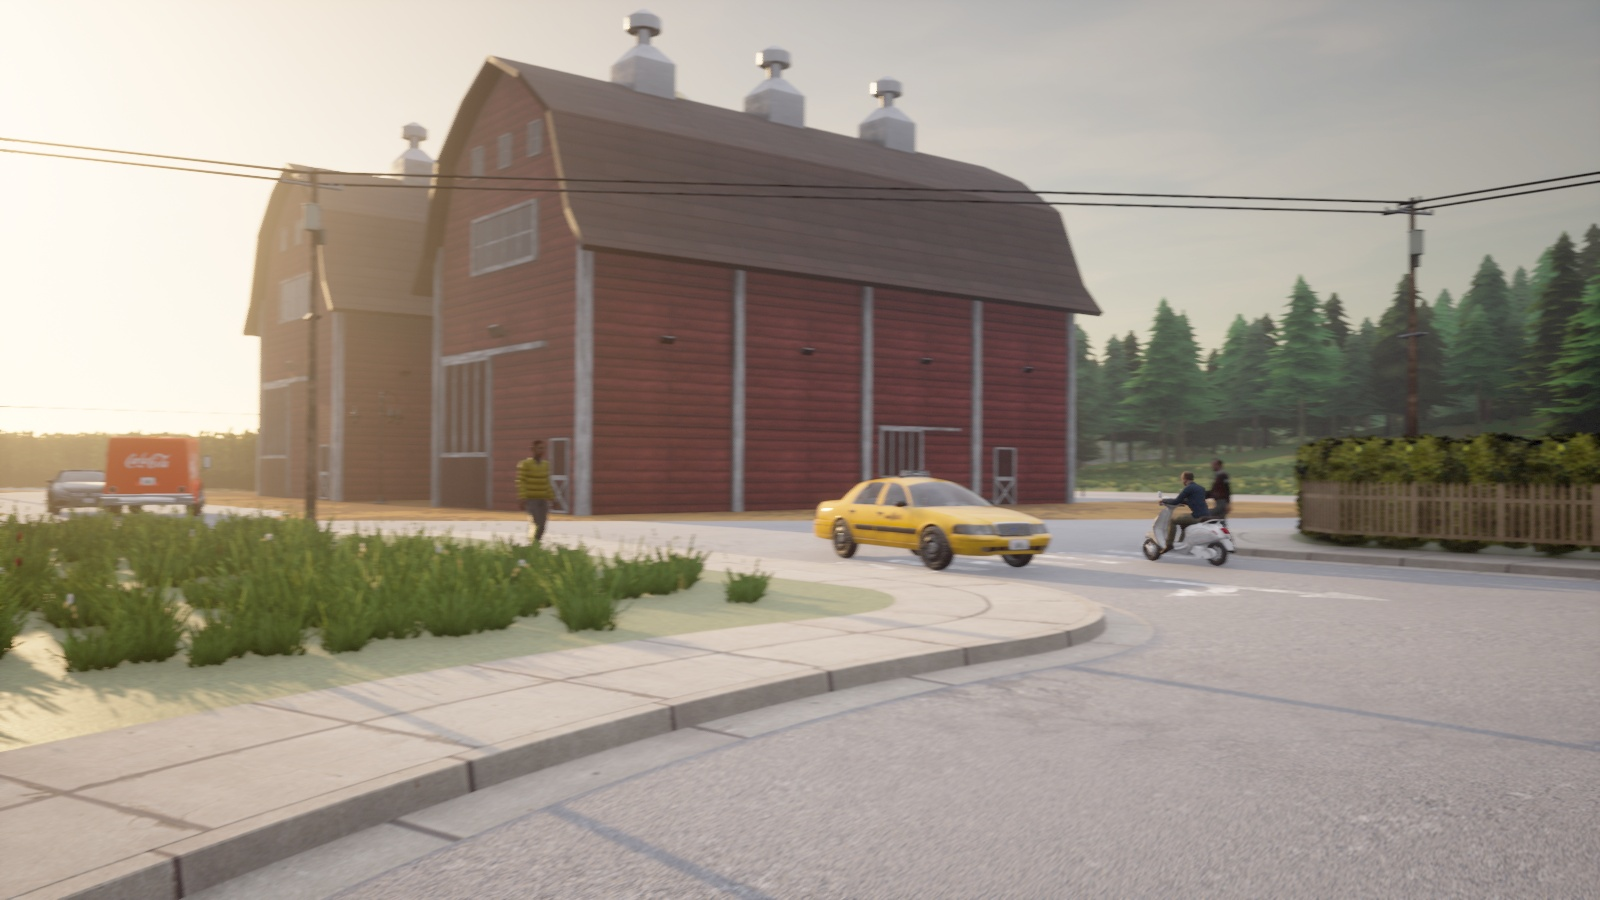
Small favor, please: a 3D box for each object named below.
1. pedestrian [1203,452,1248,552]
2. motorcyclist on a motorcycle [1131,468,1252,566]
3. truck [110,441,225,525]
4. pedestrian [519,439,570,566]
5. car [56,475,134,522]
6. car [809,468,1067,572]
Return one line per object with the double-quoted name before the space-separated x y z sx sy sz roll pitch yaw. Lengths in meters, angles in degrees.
"pedestrian" 8.002 0.975 23.631 0.720 1.854 0.376 0 -1 7
"motorcyclist on a motorcycle" 6.668 1.109 21.447 0.866 1.590 1.817 1 -2 -35
"truck" -19.909 1.002 39.795 2.627 2.467 5.204 0 0 -19
"pedestrian" -3.815 0.773 18.733 0.431 1.840 0.709 1 -1 -42
"car" -23.051 1.531 40.978 1.812 1.442 4.674 1 -1 -34
"car" 2.180 1.104 21.739 1.801 1.575 5.366 0 -1 -27
